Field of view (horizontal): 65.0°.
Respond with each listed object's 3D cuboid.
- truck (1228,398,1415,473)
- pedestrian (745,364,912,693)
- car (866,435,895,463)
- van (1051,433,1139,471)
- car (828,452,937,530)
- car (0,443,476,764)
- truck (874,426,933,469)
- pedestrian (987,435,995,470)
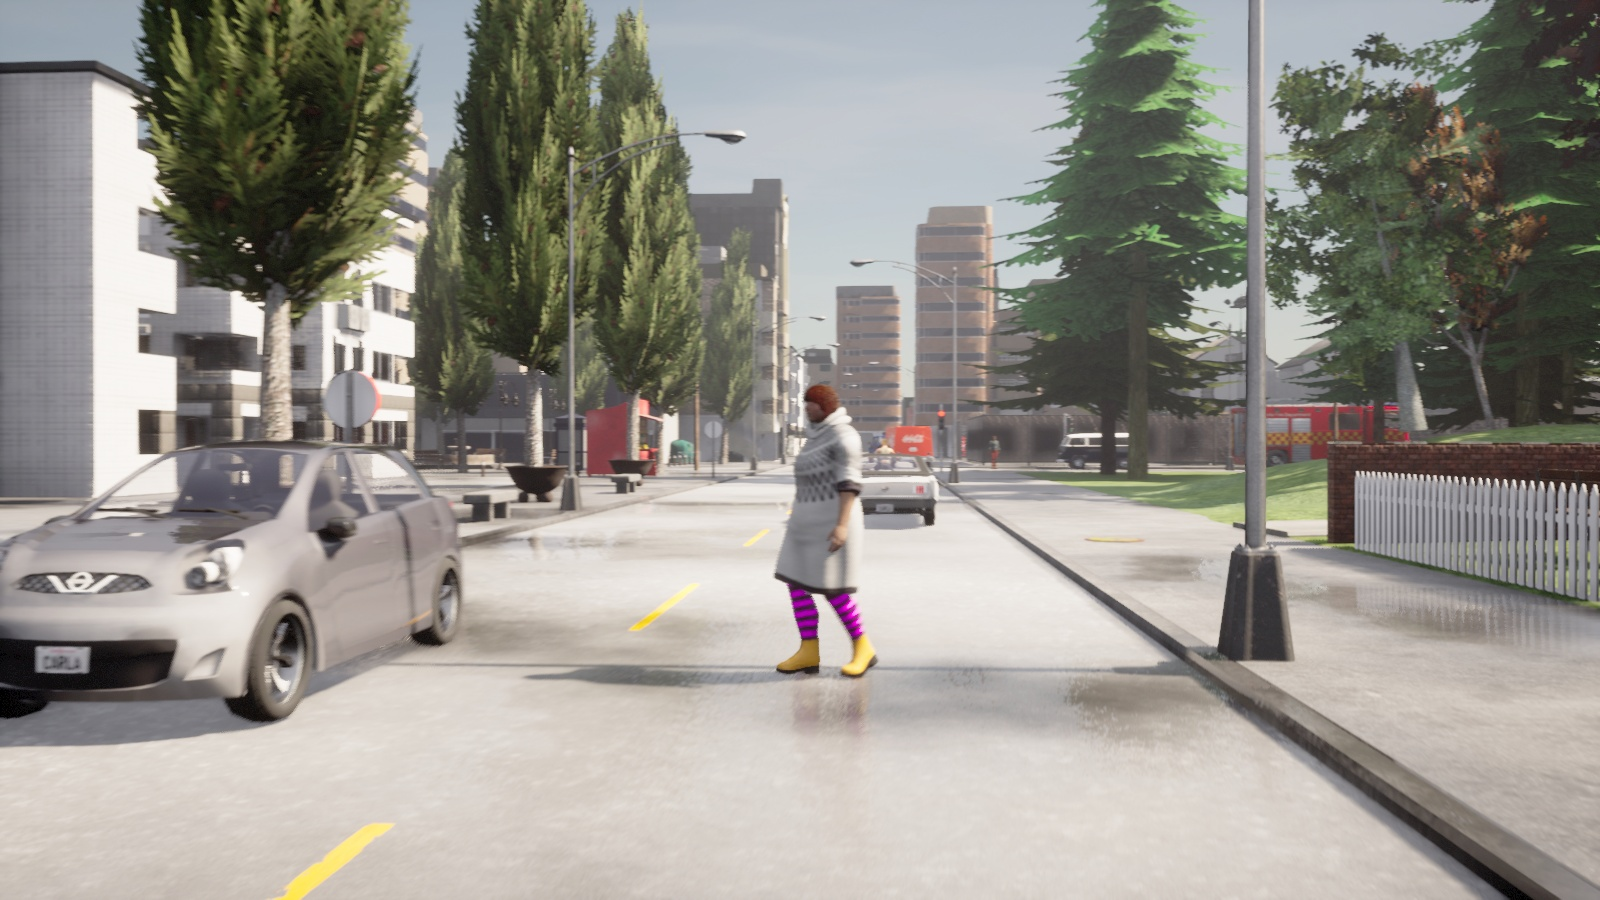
[{"bbox_3d":[26.969,-0.747,65.277,8.468,3.827,2.891,0,0,4],"label":"truck"},{"bbox_3d":[0.170,0.466,7.900,0.873,1.952,0.659,0,0,-19],"label":"pedestrian"},{"bbox_3d":[6.135,-0.068,95.840,2.150,2.045,5.566,0,0,4],"label":"car"},{"bbox_3d":[16.372,0.099,69.971,4.480,2.038,2.069,0,0,4],"label":"van"},{"bbox_3d":[1.578,0.713,24.130,1.895,1.301,4.718,0,0,4],"label":"car"},{"bbox_3d":[-3.492,0.711,7.754,1.845,1.501,3.633,0,0,4],"label":"car"},{"bbox_3d":[6.111,-0.155,74.954,2.627,2.467,5.204,0,0,-5],"label":"truck"},{"bbox_3d":[10.298,0.130,67.623,0.353,1.847,0.614,0,0,4],"label":"pedestrian"}]
